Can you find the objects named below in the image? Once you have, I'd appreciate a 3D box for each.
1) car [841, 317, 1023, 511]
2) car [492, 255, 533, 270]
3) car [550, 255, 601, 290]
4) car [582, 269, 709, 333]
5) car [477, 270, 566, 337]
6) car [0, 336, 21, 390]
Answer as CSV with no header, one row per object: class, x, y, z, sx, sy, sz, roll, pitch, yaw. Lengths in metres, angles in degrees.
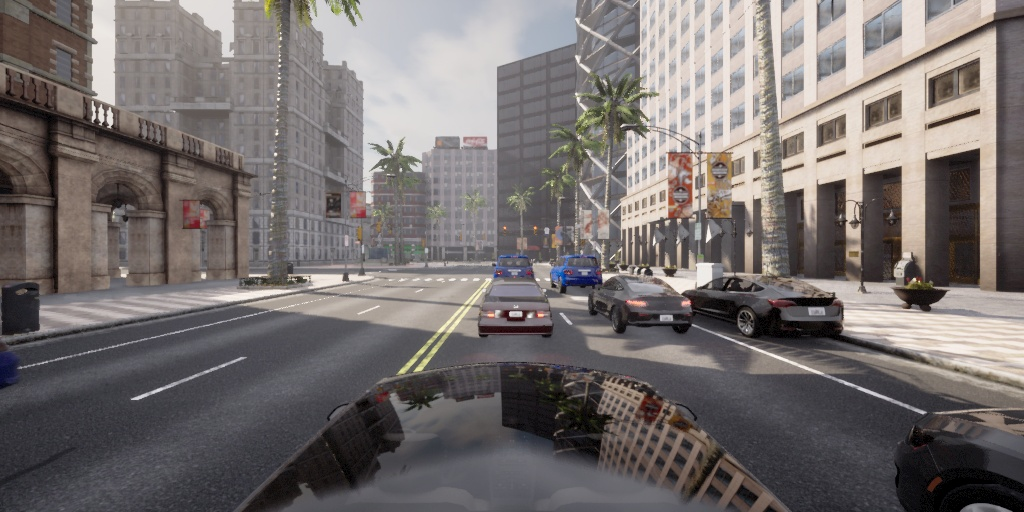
car,3.600,1.255,0.450,1.837,1.490,4.892,0,0,0
car,0.048,0.971,20.455,2.150,2.045,5.566,0,0,-2
car,3.547,0.971,20.589,2.150,2.045,5.566,0,0,-2
car,3.564,1.276,10.625,1.812,1.442,4.674,0,0,-1
car,0.070,1.297,10.235,2.033,1.411,5.357,0,0,0
car,-7.104,1.276,2.523,1.812,1.442,4.674,0,0,0
